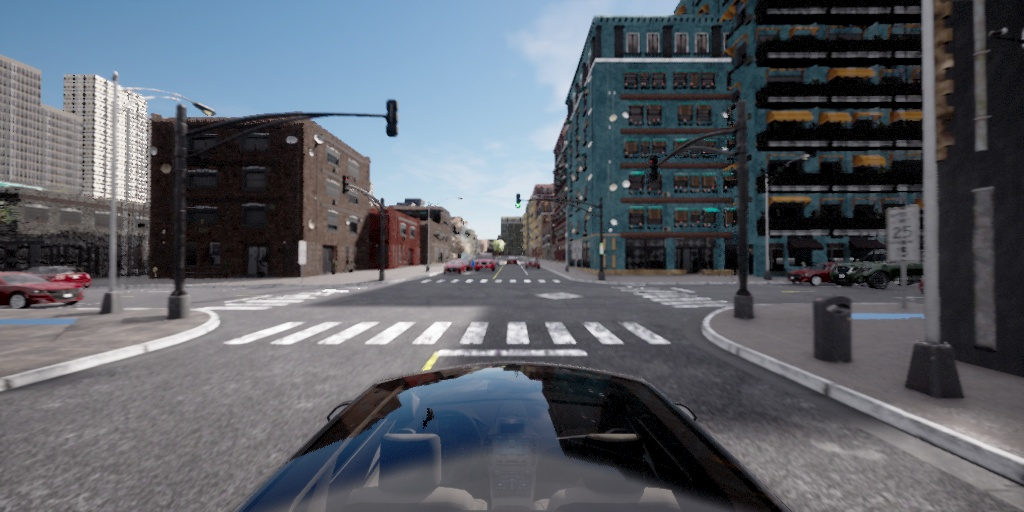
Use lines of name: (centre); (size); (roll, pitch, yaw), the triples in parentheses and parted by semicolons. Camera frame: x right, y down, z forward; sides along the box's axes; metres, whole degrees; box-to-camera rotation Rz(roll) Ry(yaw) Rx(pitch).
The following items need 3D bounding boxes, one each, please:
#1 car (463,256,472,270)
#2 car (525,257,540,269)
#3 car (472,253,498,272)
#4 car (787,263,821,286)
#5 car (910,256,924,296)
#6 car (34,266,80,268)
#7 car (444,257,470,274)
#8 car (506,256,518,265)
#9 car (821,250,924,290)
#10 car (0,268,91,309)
car: (-5.680, 1.041, 42.174); (1.888, 1.381, 4.507); (0, 0, 0)
car: (2.703, 0.899, 47.919); (1.967, 1.591, 4.097); (0, 0, 0)
car: (-3.075, 0.719, 41.813); (2.150, 2.045, 5.566); (0, 0, -1)
car: (19.482, 1.075, 22.016); (4.507, 1.381, 1.888); (0, 0, 1)
car: (18.176, 0.873, 13.446); (4.097, 1.591, 1.967); (0, 0, 1)
car: (-29.309, 1.379, 22.523); (4.097, 1.591, 1.967); (0, 0, 1)
car: (-5.757, 1.077, 36.492); (1.888, 1.381, 4.507); (0, 0, 0)
car: (0.016, 0.838, 63.739); (1.882, 1.535, 5.008); (0, 0, 0)
car: (20.544, 0.709, 19.339); (5.566, 2.045, 2.150); (-1, -1, 1)
car: (-19.291, 1.290, 13.788); (4.507, 1.381, 1.888); (0, 0, 1)
